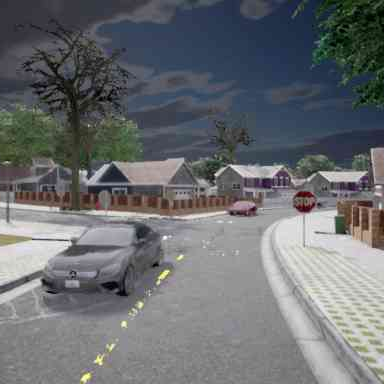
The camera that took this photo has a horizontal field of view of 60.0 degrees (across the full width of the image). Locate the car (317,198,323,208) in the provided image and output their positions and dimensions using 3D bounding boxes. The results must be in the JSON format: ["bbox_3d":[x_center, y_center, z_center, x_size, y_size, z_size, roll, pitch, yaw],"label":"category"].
[{"bbox_3d":[18.944,1.606,52.871,4.553,1.767,2.097,1,-1,-41],"label":"car"}]

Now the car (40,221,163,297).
[{"bbox_3d":[-2.013,1.536,8.799,1.812,1.442,4.674,0,0,8],"label":"car"}]

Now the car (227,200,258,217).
[{"bbox_3d":[4.983,1.613,32.463,1.882,1.535,5.008,0,1,26],"label":"car"}]
